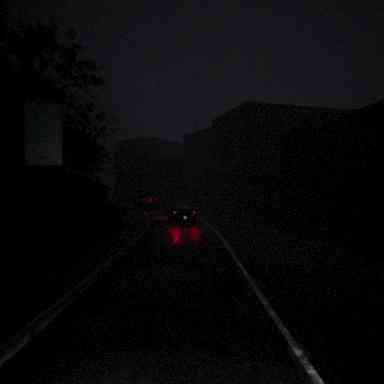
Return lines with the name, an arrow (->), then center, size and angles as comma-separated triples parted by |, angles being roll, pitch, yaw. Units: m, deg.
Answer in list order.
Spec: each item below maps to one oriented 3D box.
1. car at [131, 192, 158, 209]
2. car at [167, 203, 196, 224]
car -> -6.045, 0.958, 42.267 | 2.150, 2.045, 5.566 | 0, 1, -25
car -> -0.835, 1.565, 25.490 | 1.812, 1.442, 4.674 | 0, 0, -9
